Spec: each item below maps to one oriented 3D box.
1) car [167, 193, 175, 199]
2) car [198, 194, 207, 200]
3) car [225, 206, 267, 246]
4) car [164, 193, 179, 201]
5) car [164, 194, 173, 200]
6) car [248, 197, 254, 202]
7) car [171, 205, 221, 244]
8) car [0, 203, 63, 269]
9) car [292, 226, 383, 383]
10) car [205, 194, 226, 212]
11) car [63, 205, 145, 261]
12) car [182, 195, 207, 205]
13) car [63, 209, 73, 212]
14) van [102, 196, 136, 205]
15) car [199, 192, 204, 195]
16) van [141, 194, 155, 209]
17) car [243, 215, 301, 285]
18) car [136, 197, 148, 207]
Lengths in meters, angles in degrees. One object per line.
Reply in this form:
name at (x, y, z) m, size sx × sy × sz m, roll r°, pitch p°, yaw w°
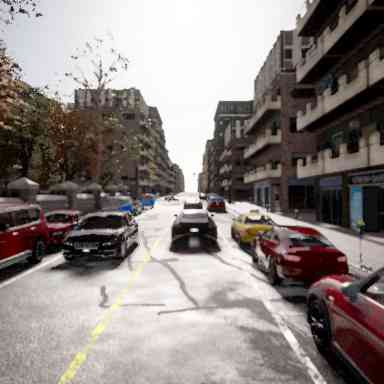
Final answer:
car at (-5.665, 1.048, 91.398) m, size 1.967 × 1.590 × 4.097 m, roll 1°, pitch 0°, yaw 0°
car at (2.712, 1.182, 85.755) m, size 2.008 × 1.369 × 4.403 m, roll 1°, pitch 0°, yaw 0°
car at (2.705, 1.461, 14.720) m, size 1.752 × 1.417 × 4.829 m, roll 1°, pitch 0°, yaw 0°
car at (-2.994, 0.922, 53.649) m, size 1.837 × 1.490 × 4.892 m, roll 0°, pitch 0°, yaw 0°
car at (-5.667, 1.182, 79.943) m, size 1.752 × 1.417 × 4.829 m, roll 1°, pitch 0°, yaw 0°
car at (13.649, 1.302, 68.297) m, size 4.097 × 1.590 × 1.967 m, roll 0°, pitch -1°, yaw 1°
car at (0.099, 1.496, 15.361) m, size 1.994 × 1.385 × 4.181 m, roll 0°, pitch 0°, yaw 0°
car at (-5.671, 1.276, 9.026) m, size 2.192 × 1.841 × 5.009 m, roll 1°, pitch 0°, yaw 0°
car at (2.706, 1.424, 3.503) m, size 1.967 × 1.590 × 4.097 m, roll 1°, pitch 0°, yaw 0°
car at (2.678, 1.281, 36.642) m, size 1.967 × 1.590 × 4.097 m, roll 1°, pitch 0°, yaw 0°
car at (-3.099, 1.451, 12.175) m, size 1.837 × 1.490 × 4.892 m, roll 0°, pitch 0°, yaw 0°
car at (0.103, 1.349, 32.664) m, size 2.128 × 1.511 × 4.902 m, roll 0°, pitch 0°, yaw 0°
car at (-5.675, 1.481, 14.551) m, size 1.887 × 1.381 × 4.507 m, roll 1°, pitch 0°, yaw 0°
van at (-5.679, 1.230, 25.597) m, size 1.690 × 1.788 × 3.998 m, roll 1°, pitch 0°, yaw 0°
car at (2.712, 1.221, 80.113) m, size 1.947 × 1.339 × 4.313 m, roll 1°, pitch 0°, yaw 0°
van at (-5.635, 1.158, 42.168) m, size 1.690 × 1.788 × 3.998 m, roll 1°, pitch 0°, yaw 0°
car at (2.704, 1.542, 9.027) m, size 1.802 × 1.307 × 4.206 m, roll 1°, pitch 0°, yaw 0°
car at (-5.657, 1.431, 31.121) m, size 1.947 × 1.339 × 4.313 m, roll 1°, pitch 0°, yaw 0°
